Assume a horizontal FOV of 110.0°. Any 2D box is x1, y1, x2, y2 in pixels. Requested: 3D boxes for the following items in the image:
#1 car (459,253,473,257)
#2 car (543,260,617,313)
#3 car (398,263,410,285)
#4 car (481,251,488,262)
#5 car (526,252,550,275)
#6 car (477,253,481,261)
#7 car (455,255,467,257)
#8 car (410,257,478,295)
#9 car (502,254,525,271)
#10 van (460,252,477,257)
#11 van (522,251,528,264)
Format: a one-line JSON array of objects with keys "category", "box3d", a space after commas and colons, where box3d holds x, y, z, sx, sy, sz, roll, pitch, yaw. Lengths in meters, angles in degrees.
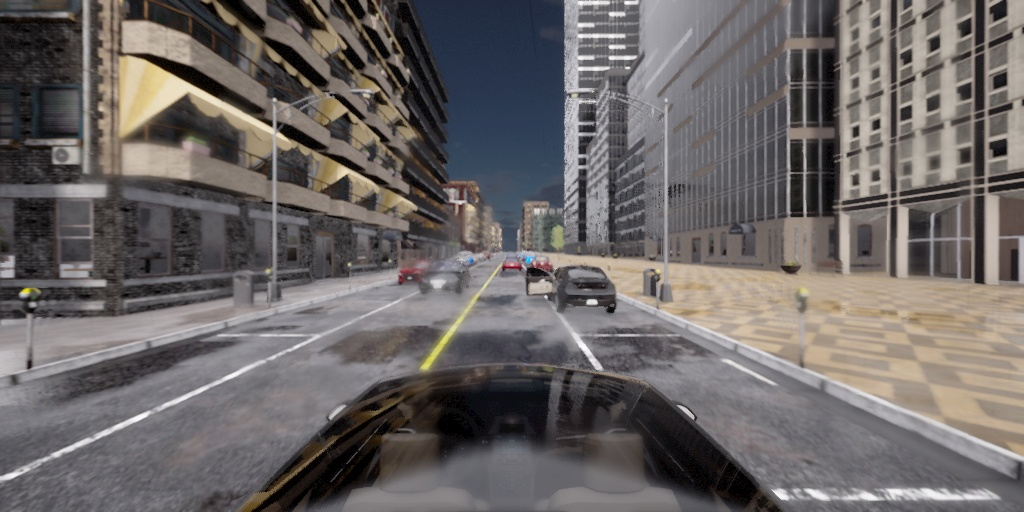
[{"category": "car", "box3d": [-5.731, 0.683, 39.071, 2.007, 1.370, 4.403, 0, 0, 0]}, {"category": "car", "box3d": [2.342, 1.069, 12.906, 1.837, 1.490, 4.892, 0, 1, 0]}, {"category": "car", "box3d": [-5.713, 0.953, 22.364, 1.888, 1.381, 4.507, 0, 0, 0]}, {"category": "car", "box3d": [-5.756, 0.317, 61.346, 2.007, 1.370, 4.403, 0, 0, 0]}, {"category": "car", "box3d": [2.656, 0.663, 33.511, 1.967, 1.591, 4.097, 0, 0, 0]}, {"category": "car", "box3d": [-5.743, 0.475, 50.039, 1.751, 1.417, 4.829, 0, 0, 0]}, {"category": "car", "box3d": [-5.725, 0.790, 33.502, 1.948, 1.339, 4.313, 0, 0, 0]}, {"category": "car", "box3d": [-3.116, 0.980, 17.496, 2.128, 1.511, 4.902, 0, 1, 0]}, {"category": "car", "box3d": [0.006, 0.735, 36.693, 1.994, 1.385, 4.181, 0, 1, 1]}, {"category": "van", "box3d": [-5.737, 0.382, 44.641, 1.690, 1.789, 3.998, 0, 0, 0]}, {"category": "van", "box3d": [2.637, 0.289, 50.218, 1.690, 1.789, 3.998, 0, 0, 0]}]
